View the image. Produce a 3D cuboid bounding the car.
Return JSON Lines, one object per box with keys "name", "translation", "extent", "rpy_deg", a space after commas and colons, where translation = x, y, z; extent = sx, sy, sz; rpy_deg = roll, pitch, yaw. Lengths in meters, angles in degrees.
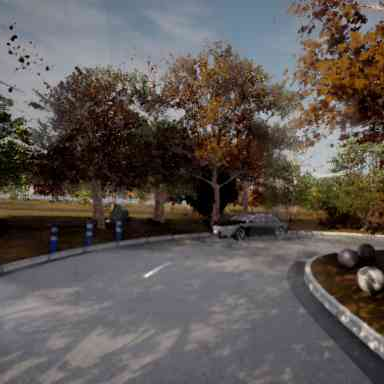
{"name": "car", "translation": [3.331, 1.918, 18.849], "extent": [4.902, 1.511, 2.128], "rpy_deg": [3, -3, -31]}
